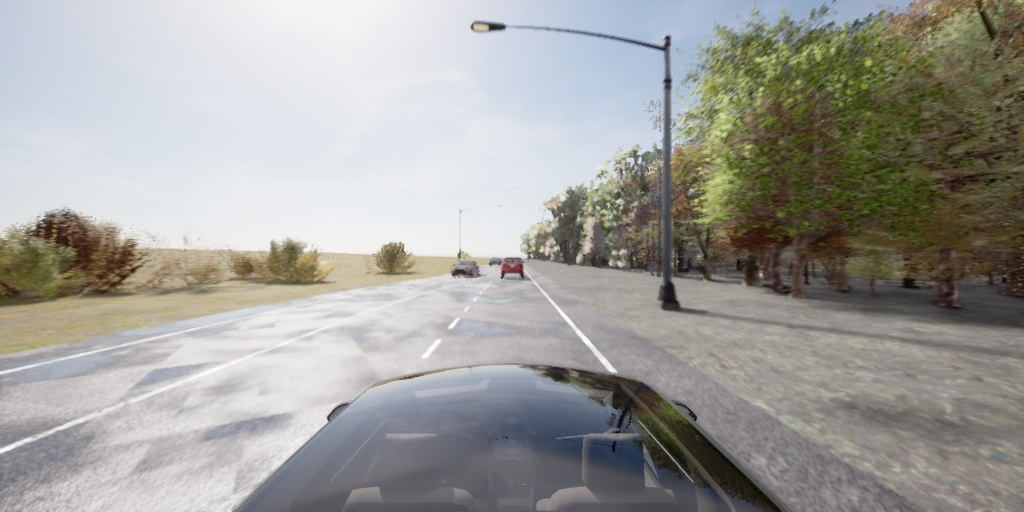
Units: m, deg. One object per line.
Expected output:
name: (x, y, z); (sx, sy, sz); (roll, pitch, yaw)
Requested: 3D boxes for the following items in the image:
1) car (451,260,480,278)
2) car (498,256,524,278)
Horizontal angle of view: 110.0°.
car: (-4.549, 1.172, 35.602); (2.097, 1.767, 4.553); (0, 0, 7)
car: (0.045, 1.047, 35.550); (2.150, 2.045, 5.566); (0, 0, 0)
